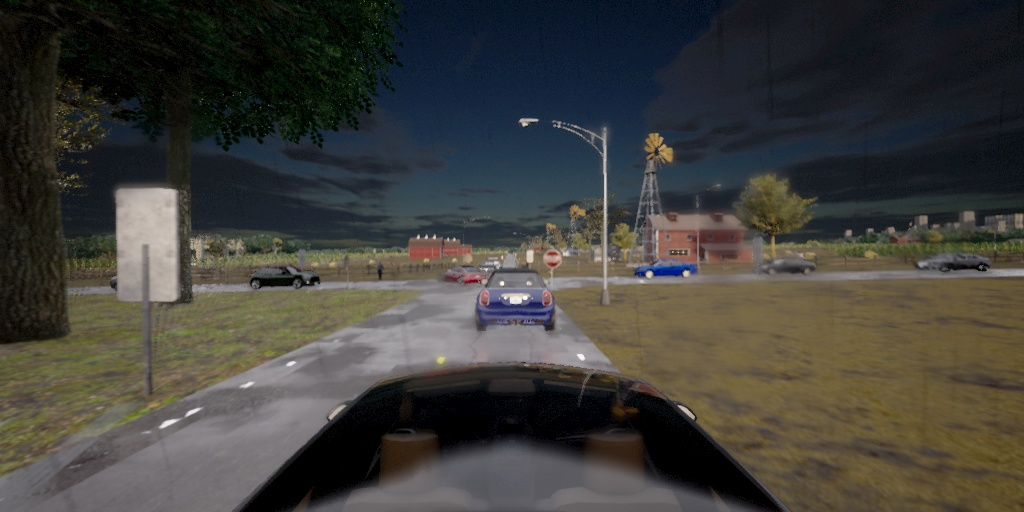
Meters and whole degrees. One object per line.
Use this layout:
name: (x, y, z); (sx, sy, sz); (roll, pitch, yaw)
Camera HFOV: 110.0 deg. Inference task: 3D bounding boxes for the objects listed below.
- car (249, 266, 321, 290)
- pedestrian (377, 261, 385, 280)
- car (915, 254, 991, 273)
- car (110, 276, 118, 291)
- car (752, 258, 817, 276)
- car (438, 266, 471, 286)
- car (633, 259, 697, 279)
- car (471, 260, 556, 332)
car: (-17.051, 1.521, 27.125); (4.553, 1.767, 2.097); (-1, 1, 0)
pedestrian: (-12.156, 1.314, 33.071); (0.375, 1.860, 0.375); (0, 2, 0)
car: (36.527, 0.567, 29.782); (4.902, 1.511, 2.128); (-1, 1, 0)
car: (-27.411, 1.864, 27.179); (4.892, 1.490, 1.837); (-1, 1, 0)
car: (22.638, 0.885, 29.870); (4.674, 1.442, 1.812); (-1, 1, 1)
car: (-3.726, 1.415, 26.475); (1.994, 1.385, 4.181); (0, 0, -41)
car: (12.655, 1.037, 29.863); (5.008, 1.535, 1.882); (-1, 1, -1)
car: (0.096, 1.130, 11.103); (2.097, 1.767, 4.553); (0, 0, 0)
